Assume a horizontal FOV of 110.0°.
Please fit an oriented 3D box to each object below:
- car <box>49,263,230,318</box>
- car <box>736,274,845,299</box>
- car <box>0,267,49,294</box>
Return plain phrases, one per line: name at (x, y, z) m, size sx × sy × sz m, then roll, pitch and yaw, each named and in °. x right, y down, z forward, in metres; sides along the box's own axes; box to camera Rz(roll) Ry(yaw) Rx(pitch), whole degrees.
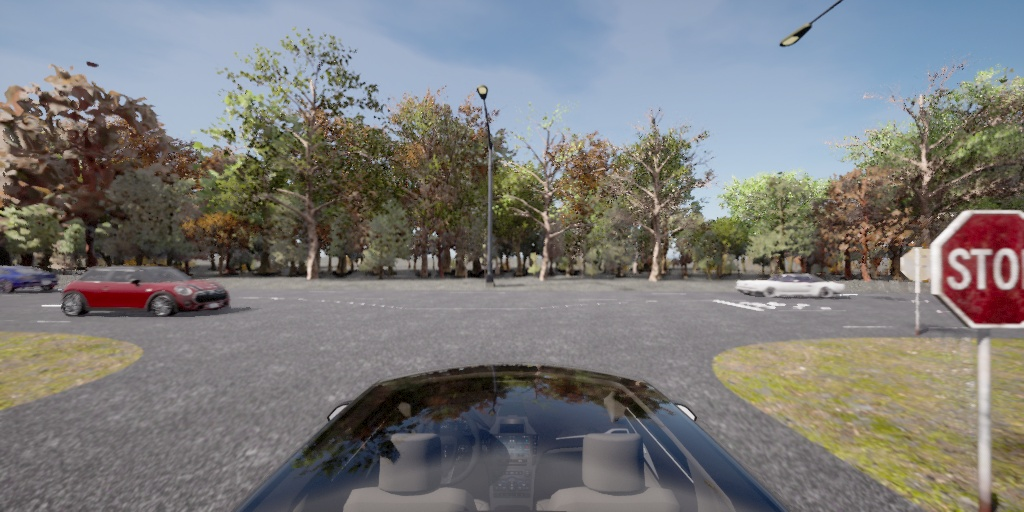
car at (-12.834, 1.153, 12.789) m, size 4.553 × 1.767 × 2.097 m, roll 0°, pitch -1°, yaw 1°
car at (14.991, 1.636, 19.553) m, size 4.718 × 1.301 × 1.895 m, roll 0°, pitch -1°, yaw 1°
car at (-28.427, 1.317, 20.168) m, size 4.674 × 1.442 × 1.812 m, roll 0°, pitch -1°, yaw 1°
